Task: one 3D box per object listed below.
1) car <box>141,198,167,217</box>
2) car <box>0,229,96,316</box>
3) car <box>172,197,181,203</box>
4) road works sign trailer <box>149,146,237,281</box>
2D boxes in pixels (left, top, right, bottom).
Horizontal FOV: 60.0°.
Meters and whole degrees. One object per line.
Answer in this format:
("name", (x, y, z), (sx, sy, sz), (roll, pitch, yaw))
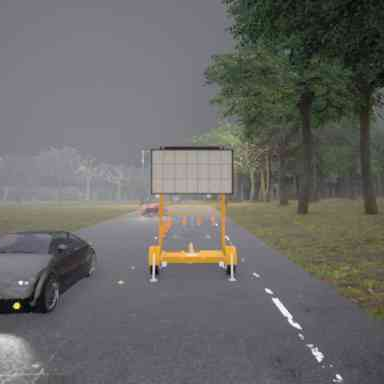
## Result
("car", (-3.639, 1.390, 32.134), (2.097, 1.767, 4.553), (0, 0, 0))
("car", (-3.608, 1.569, 7.471), (1.994, 1.385, 4.181), (0, 0, 0))
("car", (-3.589, 1.842, 75.029), (1.812, 1.442, 4.674), (0, -1, 0))
("road works sign trailer", (0.000, 0.472, 9.822), (2.380, 3.560, 2.880), (0, 0, -1))
